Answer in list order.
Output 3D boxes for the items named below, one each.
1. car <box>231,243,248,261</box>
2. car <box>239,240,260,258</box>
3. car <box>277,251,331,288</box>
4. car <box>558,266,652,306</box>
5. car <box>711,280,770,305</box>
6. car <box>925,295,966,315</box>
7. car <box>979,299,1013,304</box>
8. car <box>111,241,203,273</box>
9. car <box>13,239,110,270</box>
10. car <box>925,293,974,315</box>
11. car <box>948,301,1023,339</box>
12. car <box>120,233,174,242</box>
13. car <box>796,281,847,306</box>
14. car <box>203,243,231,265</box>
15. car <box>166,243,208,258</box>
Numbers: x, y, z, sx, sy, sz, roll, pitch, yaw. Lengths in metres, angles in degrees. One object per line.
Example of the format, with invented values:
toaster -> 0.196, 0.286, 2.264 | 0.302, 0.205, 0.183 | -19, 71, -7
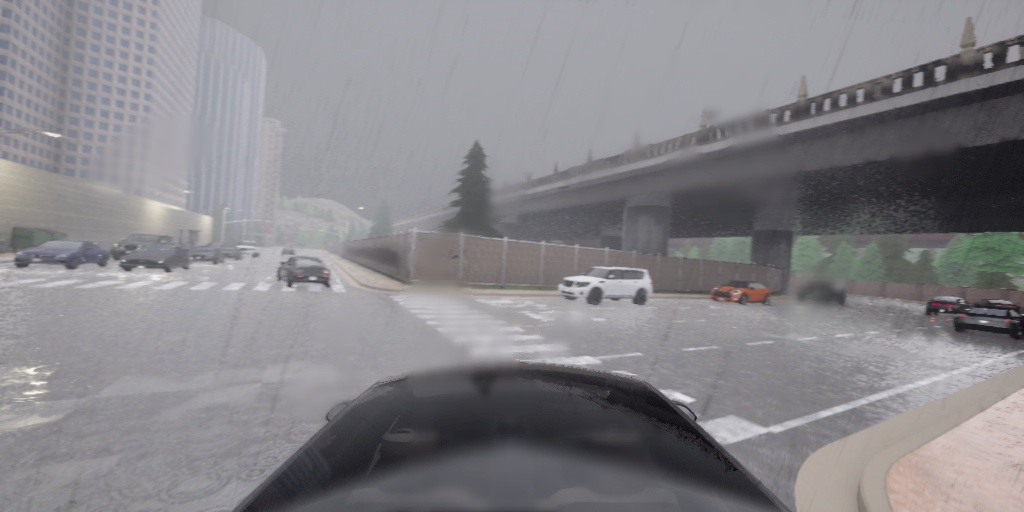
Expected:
car -> -28.166, -0.305, 35.697 | 1.994, 1.385, 4.181 | 4, -1, -29
car -> -33.191, -0.901, 45.071 | 2.150, 2.045, 5.566 | 4, -1, -29
car -> -10.483, 0.726, 18.091 | 1.812, 1.442, 4.674 | 3, 1, -40
car -> 5.268, 1.575, 19.815 | 5.566, 2.045, 2.150 | 4, -1, -29
car -> 16.593, 2.560, 26.032 | 4.553, 1.767, 2.097 | 4, -1, -29
car -> 33.573, 3.916, 27.604 | 4.892, 1.490, 1.837 | 4, -1, -33
car -> 45.261, 4.768, 33.671 | 1.882, 1.535, 5.008 | 4, -1, 39
car -> -19.727, 0.106, 20.218 | 2.033, 1.411, 5.357 | 4, -1, -29
car -> -22.692, -0.142, 18.362 | 1.812, 1.442, 4.674 | 4, -1, -29
car -> 41.439, 4.505, 34.105 | 1.882, 1.535, 5.008 | 4, -1, 38
car -> 24.081, 3.212, 17.923 | 4.181, 1.385, 1.994 | 4, -1, -29
car -> -27.322, -0.681, 26.876 | 2.150, 2.045, 5.566 | 4, -1, -28
car -> 28.074, 3.300, 32.420 | 5.566, 2.045, 2.150 | 5, -1, -31
car -> -24.157, -0.102, 28.322 | 1.994, 1.385, 4.181 | 4, -1, -28
car -> -32.007, -0.538, 35.457 | 1.895, 1.301, 4.718 | 4, -1, -28
